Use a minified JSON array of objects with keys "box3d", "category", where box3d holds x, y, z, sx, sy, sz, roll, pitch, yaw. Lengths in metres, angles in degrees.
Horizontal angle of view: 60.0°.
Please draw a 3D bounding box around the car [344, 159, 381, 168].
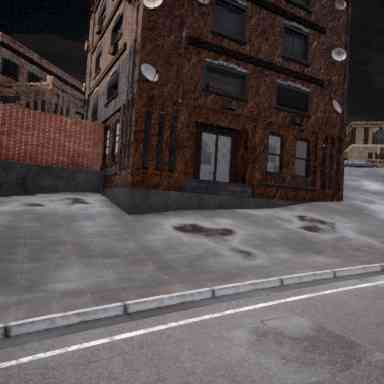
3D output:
[{"box3d":[21.205,-3.297,41.902,4.553,1.767,2.185,2,-3,15],"category":"car"}]
